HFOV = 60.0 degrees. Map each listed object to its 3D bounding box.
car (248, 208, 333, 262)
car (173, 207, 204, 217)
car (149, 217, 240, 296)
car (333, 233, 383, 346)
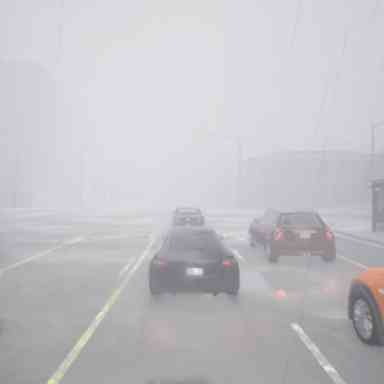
[{"bbox_3d":[3.460,1.369,12.375,2.097,1.767,4.553,0,0,-1],"label":"car"},{"bbox_3d":[-0.288,1.635,21.470,1.895,1.301,4.718,0,0,-2],"label":"car"},{"bbox_3d":[0.021,1.575,8.697,1.994,1.385,4.181,0,0,-1],"label":"car"},{"bbox_3d":[3.542,1.357,3.534,2.097,1.767,4.553,0,0,0],"label":"car"}]
